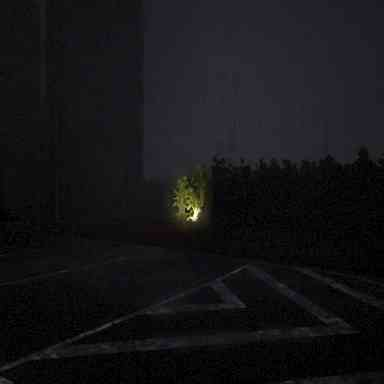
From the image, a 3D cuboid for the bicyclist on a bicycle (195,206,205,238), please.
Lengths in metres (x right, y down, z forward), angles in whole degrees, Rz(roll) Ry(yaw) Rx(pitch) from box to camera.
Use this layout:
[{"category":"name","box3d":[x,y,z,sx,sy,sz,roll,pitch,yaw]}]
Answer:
[{"category":"bicyclist on a bicycle","box3d":[0.614,1.515,16.067,1.656,1.620,0.582,5,4,44]}]

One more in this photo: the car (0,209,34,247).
[{"category":"car","box3d":[-8.487,1.483,13.030,1.851,1.617,3.988,0,0,35]}]
